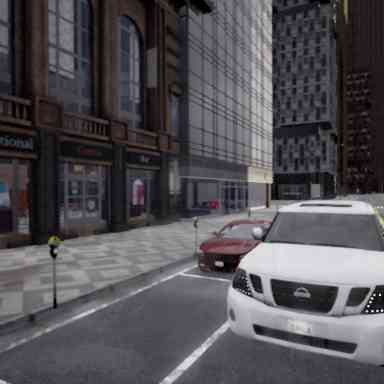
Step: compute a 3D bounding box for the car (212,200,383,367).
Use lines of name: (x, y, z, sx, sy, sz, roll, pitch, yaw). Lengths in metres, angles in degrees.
car: (2.553, 1.217, 6.308, 2.150, 2.045, 5.566, 0, 0, 28)

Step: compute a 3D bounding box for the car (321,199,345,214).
car: (14.949, 1.512, 35.201, 1.947, 1.339, 4.313, 0, 0, 28)

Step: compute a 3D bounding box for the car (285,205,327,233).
car: (7.015, 1.561, 20.225, 1.802, 1.307, 4.206, 0, 0, 28)

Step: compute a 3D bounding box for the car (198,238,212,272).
car: (1.725, 1.538, 10.242, 1.887, 1.381, 4.507, 0, 0, 28)
